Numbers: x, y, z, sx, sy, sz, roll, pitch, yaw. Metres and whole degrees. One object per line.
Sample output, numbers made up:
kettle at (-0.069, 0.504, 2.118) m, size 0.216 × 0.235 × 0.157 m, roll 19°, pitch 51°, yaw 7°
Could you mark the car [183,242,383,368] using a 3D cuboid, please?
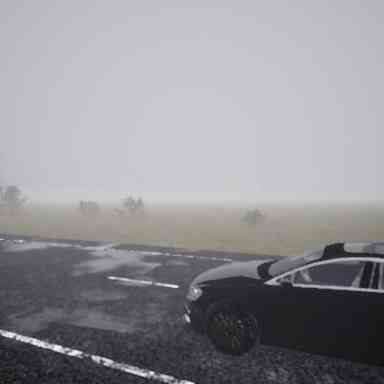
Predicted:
car at (2.241, 1.480, 4.678) m, size 4.902 × 1.511 × 2.128 m, roll 0°, pitch 0°, yaw 26°
